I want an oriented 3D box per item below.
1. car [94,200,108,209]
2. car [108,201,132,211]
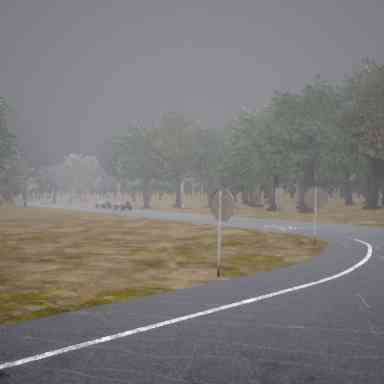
[{"bbox_3d":[-16.100,2.302,60.022,1.837,1.490,4.892,2,-2,-35],"label":"car"},{"bbox_3d":[-11.135,2.160,52.893,1.837,1.490,4.892,2,-2,-34],"label":"car"}]
